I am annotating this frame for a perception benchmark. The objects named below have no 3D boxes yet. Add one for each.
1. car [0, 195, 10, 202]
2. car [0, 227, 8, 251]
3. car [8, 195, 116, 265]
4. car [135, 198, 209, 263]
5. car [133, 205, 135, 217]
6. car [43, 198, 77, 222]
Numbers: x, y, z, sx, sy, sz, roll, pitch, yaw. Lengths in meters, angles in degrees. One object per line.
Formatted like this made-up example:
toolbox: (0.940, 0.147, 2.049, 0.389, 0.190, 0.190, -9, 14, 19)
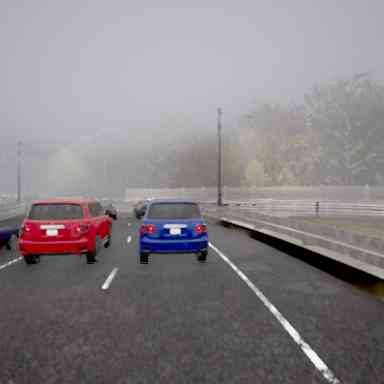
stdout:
car: (-46.908, 1.598, 82.491, 5.008, 1.535, 1.882, 0, 0, 37)
car: (-7.725, 1.642, 11.455, 1.895, 1.301, 4.718, 0, 0, -6)
car: (-4.266, 1.248, 12.076, 2.150, 2.045, 5.566, 0, 0, -7)
car: (-0.776, 1.235, 12.241, 2.150, 2.045, 5.566, 0, 0, -6)
car: (-4.097, 1.549, 29.452, 1.837, 1.490, 4.892, 0, 0, -15)
car: (-10.905, 1.421, 27.809, 2.097, 1.767, 4.553, 0, 0, -15)
